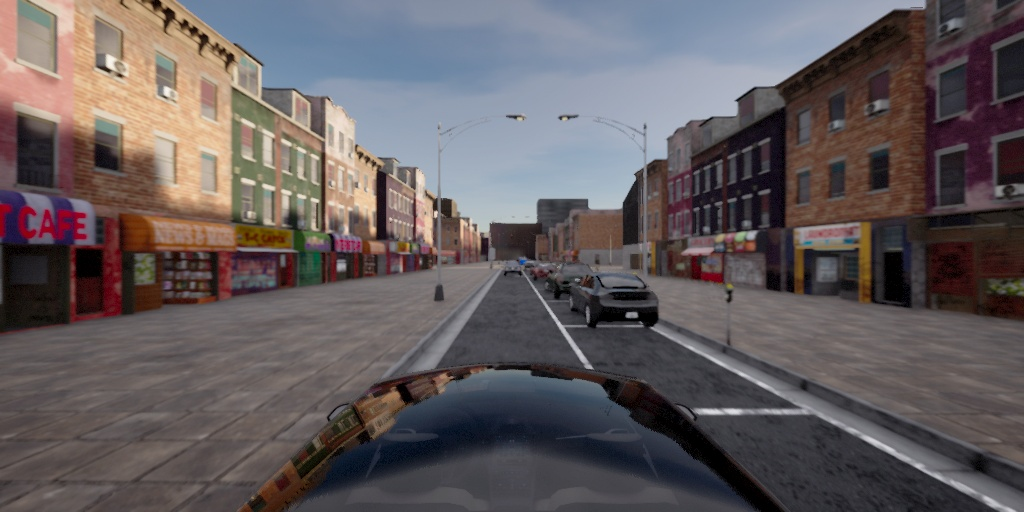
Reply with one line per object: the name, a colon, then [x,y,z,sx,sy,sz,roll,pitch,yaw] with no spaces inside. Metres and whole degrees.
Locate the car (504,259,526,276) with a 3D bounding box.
car: [0.085,1.295,37.597,2.033,1.411,5.357,0,0,0]

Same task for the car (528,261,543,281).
car: [2.641,1.186,30.084,1.967,1.591,4.097,0,0,0]

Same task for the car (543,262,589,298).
car: [2.990,1.099,18.428,2.097,1.767,4.553,0,0,0]

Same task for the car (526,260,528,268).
car: [2.642,1.329,35.763,1.802,1.307,4.207,0,0,0]

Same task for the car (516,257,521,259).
car: [0.063,1.291,52.005,1.812,1.442,4.674,0,0,0]

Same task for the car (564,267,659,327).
car: [3.022,1.252,11.458,1.837,1.490,4.892,0,0,0]

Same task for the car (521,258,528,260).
car: [2.644,1.318,52.800,2.007,1.370,4.403,0,0,0]
